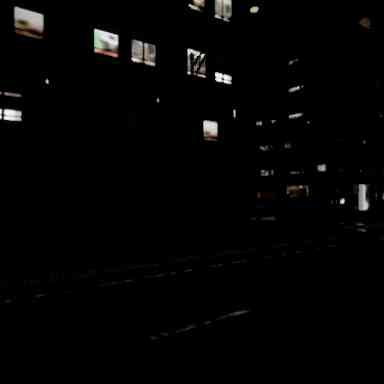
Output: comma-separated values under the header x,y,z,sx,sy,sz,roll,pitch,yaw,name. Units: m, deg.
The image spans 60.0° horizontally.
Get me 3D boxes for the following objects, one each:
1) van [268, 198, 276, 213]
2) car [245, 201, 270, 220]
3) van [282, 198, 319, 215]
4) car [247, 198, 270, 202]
x,y,z,sx,sy,sz,roll,pitch,yaw,name
8.164,1.562,39.890,1.690,1.788,3.998,-1,0,-36,van
4.663,1.793,30.486,1.802,1.307,4.206,-1,0,-36,car
11.442,1.487,35.346,1.690,1.788,3.998,-1,0,-36,van
5.196,1.704,34.130,1.882,1.535,5.008,-1,0,-36,car
